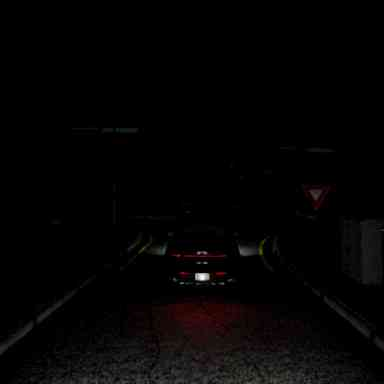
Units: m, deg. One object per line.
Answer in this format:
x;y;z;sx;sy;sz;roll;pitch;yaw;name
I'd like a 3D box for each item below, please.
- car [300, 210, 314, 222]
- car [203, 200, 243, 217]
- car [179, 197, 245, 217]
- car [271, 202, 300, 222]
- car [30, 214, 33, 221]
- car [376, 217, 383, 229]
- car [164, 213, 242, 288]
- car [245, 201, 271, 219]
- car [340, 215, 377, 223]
12.228;2.750;40.430;1.946;1.575;5.366;6;-2;-32;car
3.481;1.834;38.395;2.185;1.767;4.553;4;-2;-33;car
1.909;1.536;32.728;5.566;2.045;2.150;2;-1;-11;car
9.417;2.228;39.636;2.435;2.045;5.566;7;-3;-32;car
-17.866;2.364;33.620;4.718;1.301;1.895;-2;-1;24;car
23.392;3.744;37.213;4.181;1.385;1.994;5;-1;-12;car
0.319;1.577;9.500;1.837;1.490;4.892;0;-1;2;car
6.437;2.074;38.986;2.185;1.767;4.553;6;-2;-32;car
21.154;3.625;42.090;2.002;1.452;4.674;6;-2;-31;car
